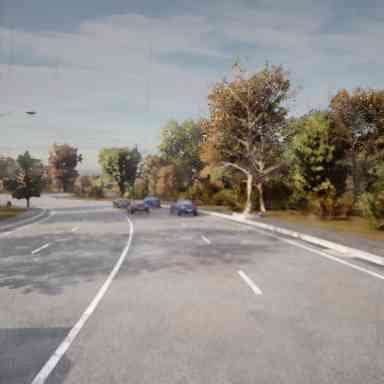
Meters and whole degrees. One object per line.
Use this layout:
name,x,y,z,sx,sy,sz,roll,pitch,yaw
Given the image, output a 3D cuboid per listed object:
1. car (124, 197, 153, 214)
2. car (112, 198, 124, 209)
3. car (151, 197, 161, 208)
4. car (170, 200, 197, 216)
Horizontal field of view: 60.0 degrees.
car,-5.850,1.549,35.913,1.812,1.442,4.674,-1,0,-19
car,-9.995,1.566,46.931,2.128,1.511,4.902,-2,1,-23
car,-5.784,1.445,45.870,1.882,1.535,5.008,-2,0,-22
car,-0.831,1.467,31.327,1.812,1.442,4.674,-1,0,-16
